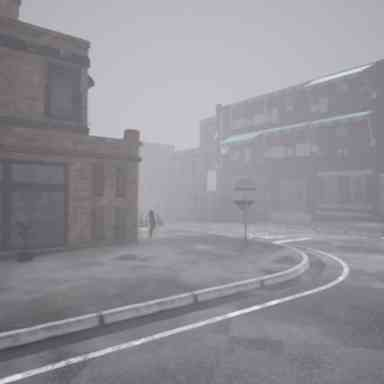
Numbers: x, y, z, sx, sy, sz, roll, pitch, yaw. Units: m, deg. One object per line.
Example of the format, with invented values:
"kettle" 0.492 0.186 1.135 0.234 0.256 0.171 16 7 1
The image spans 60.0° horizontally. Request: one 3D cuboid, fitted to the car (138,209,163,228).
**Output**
"car" -4.323 2.186 28.176 2.097 1.767 4.553 1 -6 -37
